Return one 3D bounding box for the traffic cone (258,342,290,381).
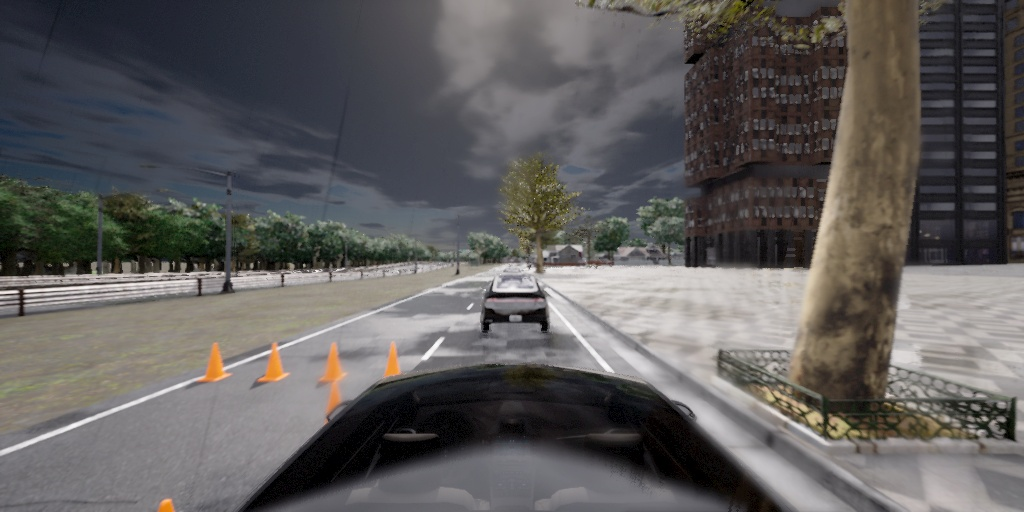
[{"bbox_3d":[-4.018,1.763,6.064,0.340,0.580,0.340,0,0,0],"label":"traffic cone"}]

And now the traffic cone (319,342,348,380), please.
[{"bbox_3d":[-3.018,1.762,6.067,0.340,0.580,0.340,0,0,0],"label":"traffic cone"}]

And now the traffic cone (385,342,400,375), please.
[{"bbox_3d":[-2.018,1.760,6.070,0.340,0.580,0.340,0,0,0],"label":"traffic cone"}]

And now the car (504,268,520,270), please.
[{"bbox_3d":[0.019,1.778,33.415,1.895,1.301,4.718,0,-1,0],"label":"car"}]

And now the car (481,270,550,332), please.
[{"bbox_3d":[0.081,1.356,11.311,2.128,1.511,4.902,0,-1,0],"label":"car"}]

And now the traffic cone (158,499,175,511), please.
[{"bbox_3d":[-2.007,1.712,2.070,0.340,0.580,0.340,0,0,0],"label":"traffic cone"}]

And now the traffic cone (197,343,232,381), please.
[{"bbox_3d":[-5.018,1.764,6.061,0.340,0.580,0.340,0,0,0],"label":"traffic cone"}]

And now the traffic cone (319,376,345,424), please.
[{"bbox_3d":[-2.012,1.736,4.070,0.340,0.580,0.340,0,0,0],"label":"traffic cone"}]
